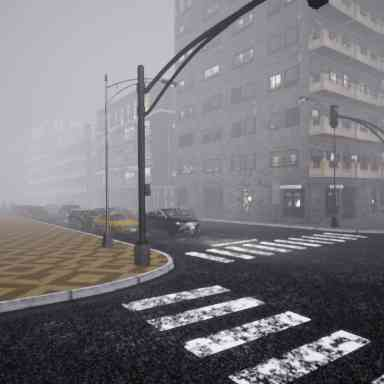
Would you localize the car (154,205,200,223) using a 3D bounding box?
[{"bbox_3d":[-1.452,1.915,30.434,2.008,1.369,4.403,-2,0,-36],"label":"car"}]

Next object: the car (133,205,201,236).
[{"bbox_3d":[-1.429,1.775,20.636,2.128,1.511,4.902,-1,-1,-36],"label":"car"}]

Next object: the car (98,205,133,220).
[{"bbox_3d":[-8.244,2.119,35.329,1.895,1.301,4.718,-1,-1,-36],"label":"car"}]

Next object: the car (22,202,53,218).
[{"bbox_3d":[-18.245,2.261,39.145,1.887,1.381,4.507,-2,0,-36],"label":"car"}]

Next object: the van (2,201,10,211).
[{"bbox_3d":[-31.636,2.432,57.374,1.690,1.788,3.998,-2,0,-36],"label":"van"}]

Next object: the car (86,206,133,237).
[{"bbox_3d":[-4.760,1.865,20.780,1.752,1.417,4.829,-2,0,-36],"label":"car"}]

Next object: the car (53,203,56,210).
[{"bbox_3d":[-23.806,2.515,56.529,1.994,1.385,4.181,-1,-1,-37],"label":"car"}]

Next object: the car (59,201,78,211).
[{"bbox_3d":[-21.534,2.366,57.777,1.967,1.590,4.097,-2,0,-36],"label":"car"}]

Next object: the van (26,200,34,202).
[{"bbox_3d":[-41.616,2.830,85.121,1.690,1.788,3.998,-2,0,-36],"label":"van"}]

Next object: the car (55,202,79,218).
[{"bbox_3d":[-13.238,2.118,36.741,1.837,1.490,4.892,-1,-1,-36],"label":"car"}]

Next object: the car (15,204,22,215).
[{"bbox_3d":[-21.590,2.392,43.702,1.802,1.307,4.206,-2,0,-36],"label":"car"}]

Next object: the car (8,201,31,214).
[{"bbox_3d":[-24.937,2.448,48.259,1.887,1.381,4.507,-2,0,-36],"label":"car"}]

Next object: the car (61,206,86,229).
[{"bbox_3d":[-8.205,2.002,25.473,1.947,1.339,4.313,-2,0,-36],"label":"car"}]
